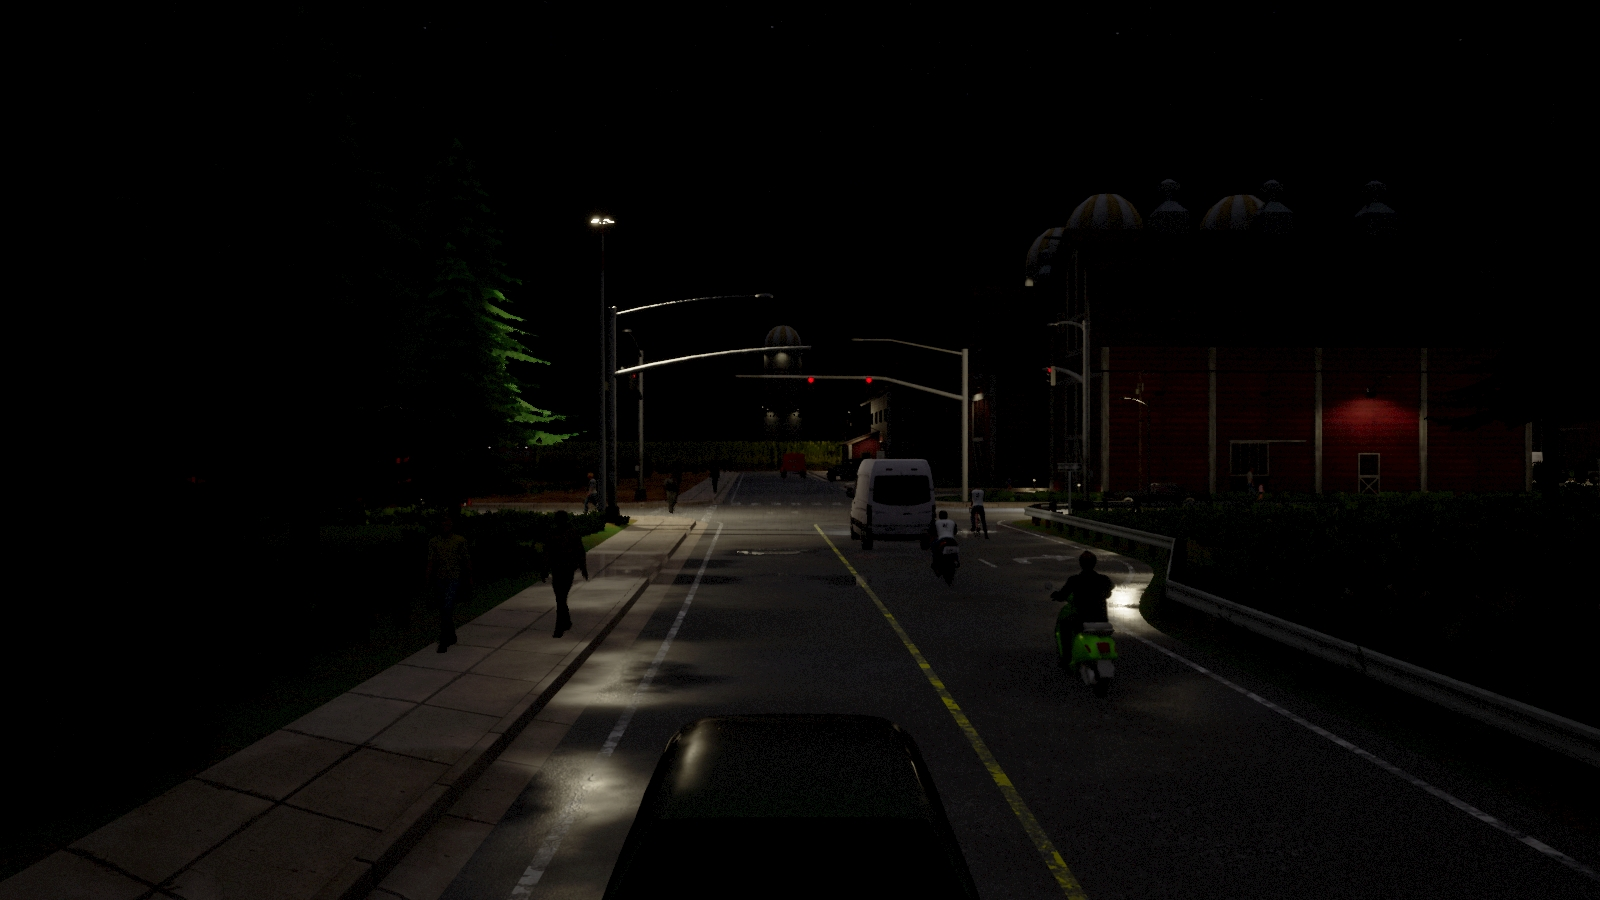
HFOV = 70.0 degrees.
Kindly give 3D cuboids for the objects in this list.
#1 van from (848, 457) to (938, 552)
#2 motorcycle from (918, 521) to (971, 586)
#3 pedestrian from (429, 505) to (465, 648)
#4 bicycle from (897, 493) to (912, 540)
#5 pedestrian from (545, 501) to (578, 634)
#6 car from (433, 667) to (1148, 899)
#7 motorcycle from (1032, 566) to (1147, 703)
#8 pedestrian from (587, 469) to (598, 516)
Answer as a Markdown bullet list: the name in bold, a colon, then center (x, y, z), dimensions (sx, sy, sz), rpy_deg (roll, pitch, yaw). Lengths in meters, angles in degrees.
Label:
- **van**: center (2.659, 1.508, 34.092), dimensions (1.988, 2.561, 5.915), rpy_deg (0, 0, -2)
- **motorcycle**: center (3.040, 2.159, 24.181), dimensions (0.803, 1.199, 2.033), rpy_deg (0, 0, -2)
- **pedestrian**: center (-4.688, 1.670, 15.180), dimensions (0.375, 1.860, 0.375), rpy_deg (0, 0, -3)
- **bicycle**: center (3.290, 2.079, 36.037), dimensions (0.373, 1.396, 1.643), rpy_deg (0, 0, 3)
- **pedestrian**: center (-3.397, 1.669, 16.294), dimensions (0.375, 1.860, 0.375), rpy_deg (0, 0, 3)
- **car**: center (-0.032, 1.973, 4.130), dimensions (1.851, 1.617, 3.988), rpy_deg (0, 0, 0)
- **motorcycle**: center (3.359, 2.115, 13.443), dimensions (0.856, 1.316, 1.805), rpy_deg (0, 0, -1)
- **pedestrian**: center (-8.319, 1.696, 45.802), dimensions (0.375, 1.860, 0.375), rpy_deg (0, 0, -14)
